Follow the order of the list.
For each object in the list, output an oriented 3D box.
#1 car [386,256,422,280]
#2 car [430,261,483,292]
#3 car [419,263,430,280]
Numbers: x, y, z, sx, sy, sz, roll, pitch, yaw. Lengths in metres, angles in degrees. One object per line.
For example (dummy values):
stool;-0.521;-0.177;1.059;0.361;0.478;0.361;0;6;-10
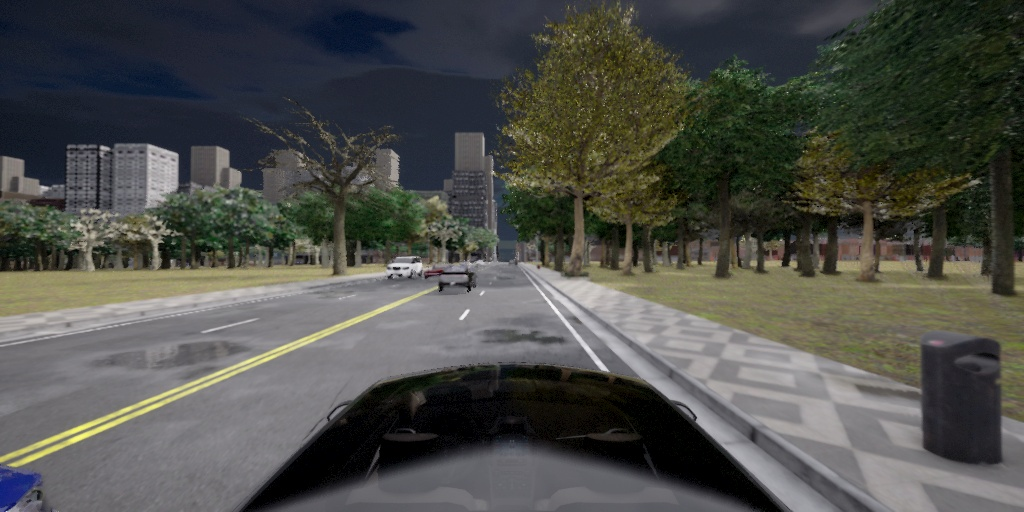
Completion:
car;-9.829;1.049;33.254;2.150;2.045;5.566;0;0;0
car;-3.142;1.278;21.471;2.128;1.511;4.902;0;0;0
car;-6.582;1.426;32.324;1.895;1.301;4.718;0;0;0
